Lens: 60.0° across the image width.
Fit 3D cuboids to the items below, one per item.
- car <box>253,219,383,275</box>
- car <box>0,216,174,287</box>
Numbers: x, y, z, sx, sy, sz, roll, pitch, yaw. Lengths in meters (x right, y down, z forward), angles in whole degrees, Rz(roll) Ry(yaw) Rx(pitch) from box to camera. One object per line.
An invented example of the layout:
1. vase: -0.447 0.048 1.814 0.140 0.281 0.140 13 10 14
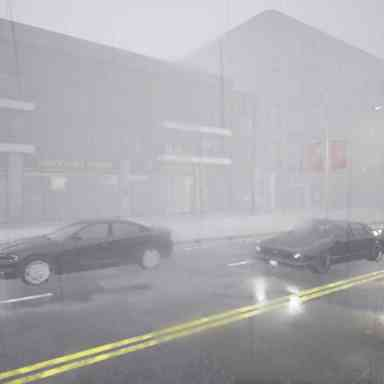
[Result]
1. car: 4.445 1.601 10.799 5.357 1.411 2.033 0 0 -35
2. car: -2.896 1.494 9.589 5.008 1.535 1.882 0 0 -35
